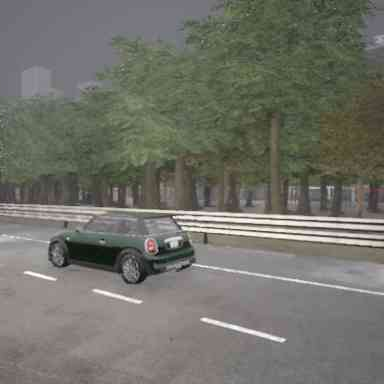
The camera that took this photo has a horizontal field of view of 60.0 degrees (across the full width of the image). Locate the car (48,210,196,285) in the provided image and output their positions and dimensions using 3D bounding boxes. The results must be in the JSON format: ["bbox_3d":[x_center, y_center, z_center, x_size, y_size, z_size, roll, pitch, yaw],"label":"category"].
[{"bbox_3d":[-2.186,1.355,9.732,4.553,1.767,2.097,0,0,36],"label":"car"}]
